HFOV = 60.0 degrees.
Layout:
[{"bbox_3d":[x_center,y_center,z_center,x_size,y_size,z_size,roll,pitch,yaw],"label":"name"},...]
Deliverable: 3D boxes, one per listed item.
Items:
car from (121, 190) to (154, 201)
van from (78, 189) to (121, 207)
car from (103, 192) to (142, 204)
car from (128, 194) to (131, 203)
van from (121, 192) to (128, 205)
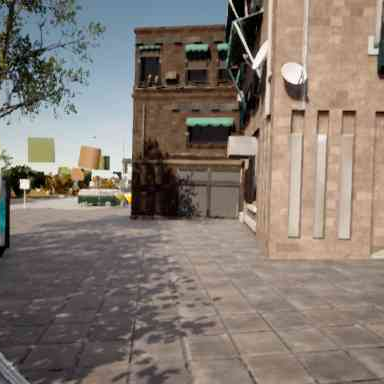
[{"bbox_3d":[-9.378,0.637,56.660,5.366,1.575,1.946,2,2,-14],"label":"car"},{"bbox_3d":[-10.962,0.744,38.825,4.442,1.987,1.878,2,1,-14],"label":"van"},{"bbox_3d":[-9.987,0.859,47.790,5.366,1.575,1.946,2,1,-14],"label":"car"},{"bbox_3d":[-10.468,0.898,44.756,5.008,1.535,2.097,2,1,-14],"label":"car"},{"bbox_3d":[-10.657,0.710,41.810,4.442,1.987,1.878,2,1,-14],"label":"van"}]
